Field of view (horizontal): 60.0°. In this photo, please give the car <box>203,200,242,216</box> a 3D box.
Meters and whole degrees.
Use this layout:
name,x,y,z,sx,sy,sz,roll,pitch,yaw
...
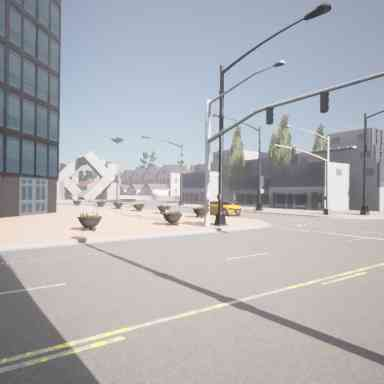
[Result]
name,x,y,z,sx,sy,sz,roll,pitch,yaw
car,2.956,1.563,33.648,1.882,1.535,5.008,1,-1,-35
